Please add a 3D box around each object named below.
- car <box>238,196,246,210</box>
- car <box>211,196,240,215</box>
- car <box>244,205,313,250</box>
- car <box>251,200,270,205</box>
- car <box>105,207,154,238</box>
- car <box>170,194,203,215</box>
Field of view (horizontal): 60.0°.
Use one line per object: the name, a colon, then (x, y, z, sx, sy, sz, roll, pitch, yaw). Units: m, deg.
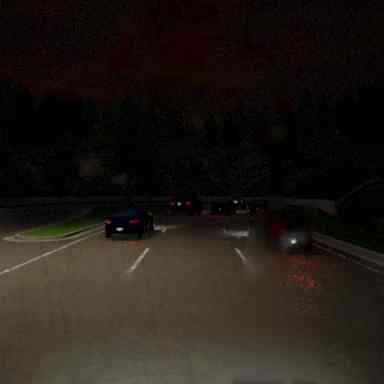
car: (5.980, 1.352, 44.094, 2.097, 1.767, 4.553, 0, 0, 12)
car: (3.307, 1.477, 33.966, 1.882, 1.535, 5.008, 0, 0, 16)
car: (3.653, 1.505, 14.306, 1.837, 1.490, 4.892, 0, 0, 1)
car: (7.137, 1.526, 34.800, 1.812, 1.442, 4.674, 0, 0, 16)
car: (-3.217, 1.525, 17.615, 1.812, 1.442, 4.674, 0, 0, 3)
car: (-0.452, 1.221, 33.577, 2.150, 2.045, 5.566, 0, 0, 15)
